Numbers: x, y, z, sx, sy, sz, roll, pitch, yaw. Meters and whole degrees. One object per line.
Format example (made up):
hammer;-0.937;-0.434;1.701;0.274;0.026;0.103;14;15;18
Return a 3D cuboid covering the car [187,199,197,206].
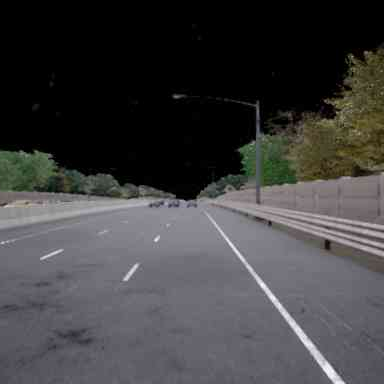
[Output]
car;0.005;2.318;72.559;1.994;1.385;4.181;0;-1;0

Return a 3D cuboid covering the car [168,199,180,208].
car;-3.496;2.300;62.584;1.895;1.301;4.718;0;-1;0

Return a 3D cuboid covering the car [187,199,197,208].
car;0.004;2.223;62.522;1.812;1.442;4.674;0;-1;0

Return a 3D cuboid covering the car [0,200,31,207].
car;-21.058;1.810;41.215;1.882;1.535;5.008;0;-1;0

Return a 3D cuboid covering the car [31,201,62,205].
car;-17.561;1.829;41.557;2.128;1.511;4.902;0;-1;0

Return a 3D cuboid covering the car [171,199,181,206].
car;-3.495;2.265;72.560;1.837;1.490;4.892;0;-1;0

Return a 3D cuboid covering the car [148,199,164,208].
car;-6.996;2.300;62.585;1.895;1.301;4.718;0;-1;0
